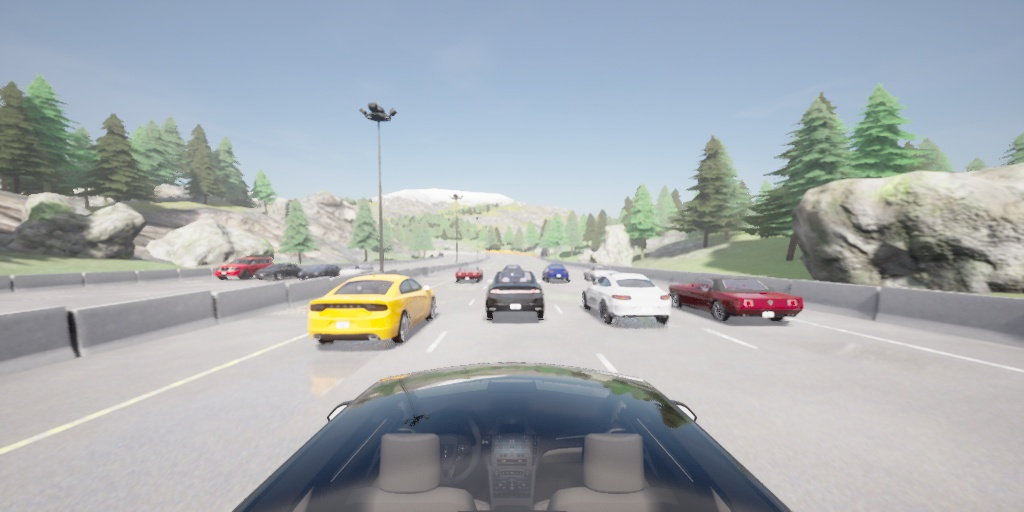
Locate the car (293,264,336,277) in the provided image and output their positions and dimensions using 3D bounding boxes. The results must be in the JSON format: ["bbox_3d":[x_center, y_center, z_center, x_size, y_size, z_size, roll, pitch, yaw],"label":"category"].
[{"bbox_3d":[-17.530,1.435,33.422,2.033,1.411,5.357,0,0,0],"label":"car"}]

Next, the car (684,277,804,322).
[{"bbox_3d":[7.098,1.340,12.144,1.895,1.301,4.718,0,0,0],"label":"car"}]

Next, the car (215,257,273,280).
[{"bbox_3d":[-24.531,1.130,33.300,2.150,2.045,5.566,0,-1,0],"label":"car"}]

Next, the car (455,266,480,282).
[{"bbox_3d":[-3.415,1.438,29.606,1.895,1.301,4.718,0,0,0],"label":"car"}]

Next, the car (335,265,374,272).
[{"bbox_3d":[-14.031,1.479,33.185,1.895,1.301,4.718,0,0,0],"label":"car"}]

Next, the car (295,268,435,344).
[{"bbox_3d":[-3.400,1.237,9.670,1.882,1.535,5.008,0,0,0],"label":"car"}]

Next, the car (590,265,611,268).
[{"bbox_3d":[7.085,1.410,29.098,1.895,1.301,4.718,0,0,0],"label":"car"}]

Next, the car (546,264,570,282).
[{"bbox_3d":[3.585,1.346,29.725,1.812,1.442,4.674,0,0,0],"label":"car"}]

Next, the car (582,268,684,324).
[{"bbox_3d":[3.598,1.273,11.860,1.812,1.442,4.674,0,0,0],"label":"car"}]

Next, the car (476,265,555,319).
[{"bbox_3d":[0.097,1.249,12.717,2.128,1.511,4.902,0,0,0],"label":"car"}]

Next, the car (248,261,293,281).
[{"bbox_3d":[-21.038,1.400,32.600,1.837,1.490,4.892,0,-1,0],"label":"car"}]
